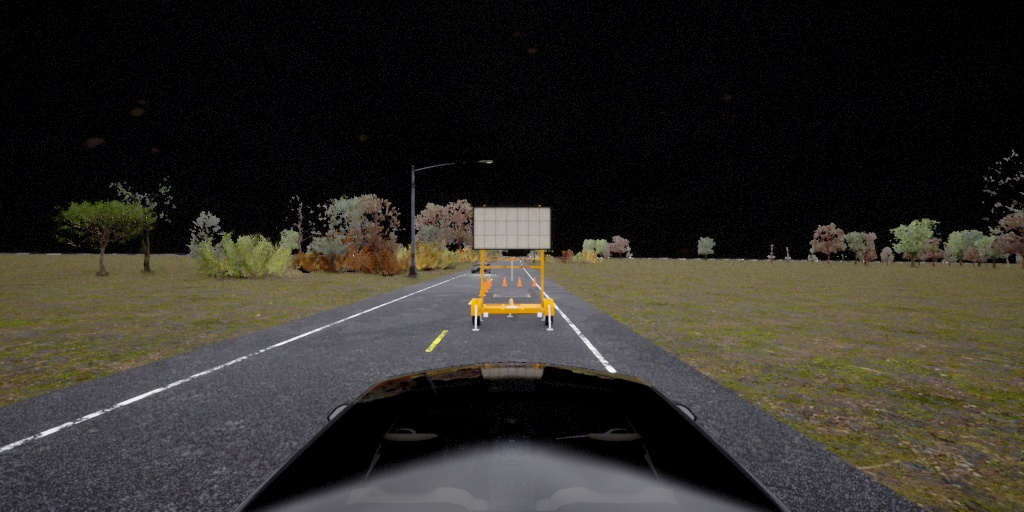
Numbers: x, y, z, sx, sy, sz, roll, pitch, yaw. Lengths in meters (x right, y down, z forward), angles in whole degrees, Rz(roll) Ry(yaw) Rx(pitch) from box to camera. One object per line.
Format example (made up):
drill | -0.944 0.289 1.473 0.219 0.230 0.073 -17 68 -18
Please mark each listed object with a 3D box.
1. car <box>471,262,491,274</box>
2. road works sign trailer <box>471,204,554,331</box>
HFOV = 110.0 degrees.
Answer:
car | -3.437 1.336 40.454 1.994 1.385 4.181 0 0 0
road works sign trailer | 0.004 0.218 11.040 2.380 3.560 2.880 0 0 -1
